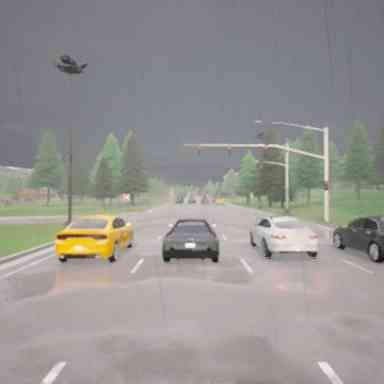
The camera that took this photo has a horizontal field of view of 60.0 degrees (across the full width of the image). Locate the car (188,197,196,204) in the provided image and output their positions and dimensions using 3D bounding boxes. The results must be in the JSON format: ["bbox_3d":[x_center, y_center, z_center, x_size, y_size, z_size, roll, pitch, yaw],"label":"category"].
[{"bbox_3d":[0.012,2.317,87.045,2.097,1.767,4.553,0,-1,0],"label":"car"}]

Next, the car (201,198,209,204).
[{"bbox_3d":[3.512,2.515,87.072,1.994,1.385,4.181,0,-1,0],"label":"car"}]

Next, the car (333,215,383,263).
[{"bbox_3d":[7.012,1.644,12.534,1.837,1.490,4.892,0,-1,0],"label":"car"}]

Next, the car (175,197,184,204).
[{"bbox_3d":[-3.488,2.558,87.103,1.895,1.301,4.718,0,-1,0],"label":"car"}]

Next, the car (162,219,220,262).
[{"bbox_3d":[0.004,1.706,12.702,1.994,1.385,4.181,0,-1,2],"label":"car"}]

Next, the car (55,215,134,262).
[{"bbox_3d":[-3.485,1.621,12.733,1.882,1.535,5.008,0,-1,0],"label":"car"}]

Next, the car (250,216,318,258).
[{"bbox_3d":[3.521,1.675,13.270,1.812,1.442,4.674,0,-1,1],"label":"car"}]

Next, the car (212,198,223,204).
[{"bbox_3d":[7.012,2.434,86.656,1.882,1.535,5.008,0,-1,0],"label":"car"}]
